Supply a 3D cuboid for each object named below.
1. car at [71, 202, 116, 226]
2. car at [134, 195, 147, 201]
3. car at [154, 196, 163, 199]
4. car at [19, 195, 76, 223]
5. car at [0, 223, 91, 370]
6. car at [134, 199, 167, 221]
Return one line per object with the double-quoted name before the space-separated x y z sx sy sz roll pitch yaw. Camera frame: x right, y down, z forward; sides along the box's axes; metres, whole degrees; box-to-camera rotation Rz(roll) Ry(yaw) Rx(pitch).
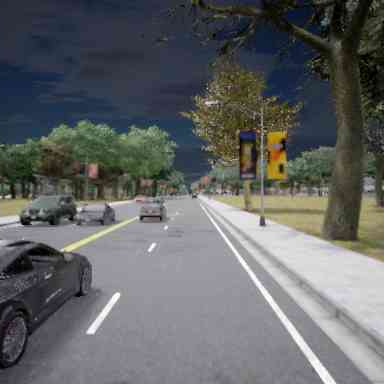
"car" -6.600 1.521 23.341 1.812 1.442 4.674 0 0 0
"car" -9.773 1.357 63.411 2.097 1.767 4.553 0 0 0
"car" -6.522 1.564 64.698 1.994 1.385 4.181 0 0 1
"car" -9.848 1.216 23.398 2.150 2.045 5.566 0 0 0
"car" -3.165 1.524 5.580 1.812 1.442 4.674 0 0 0
"car" -3.151 1.543 27.537 2.033 1.411 5.357 0 0 0
